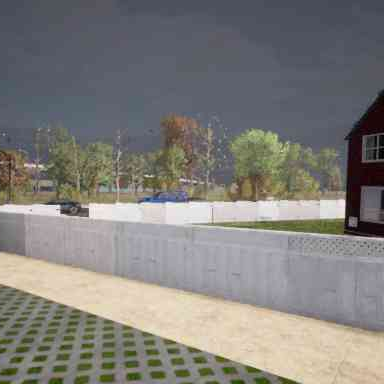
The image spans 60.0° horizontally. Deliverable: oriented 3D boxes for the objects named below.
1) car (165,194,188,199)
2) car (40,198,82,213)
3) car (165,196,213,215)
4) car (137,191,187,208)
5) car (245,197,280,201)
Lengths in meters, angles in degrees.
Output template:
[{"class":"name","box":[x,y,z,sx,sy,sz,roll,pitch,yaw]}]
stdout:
[{"class":"car","box":[0.304,1.264,32.683,5.008,1.535,1.882,-1,2,-19]},{"class":"car","box":[-12.812,1.323,31.924,4.181,1.385,1.994,0,2,-18]},{"class":"car","box":[0.538,1.379,29.336,5.008,1.535,1.882,-1,2,-19]},{"class":"car","box":[-2.998,0.907,35.205,5.566,2.045,2.150,0,2,-19]},{"class":"car","box":[8.480,1.212,39.048,4.718,1.301,1.895,0,2,-18]}]
